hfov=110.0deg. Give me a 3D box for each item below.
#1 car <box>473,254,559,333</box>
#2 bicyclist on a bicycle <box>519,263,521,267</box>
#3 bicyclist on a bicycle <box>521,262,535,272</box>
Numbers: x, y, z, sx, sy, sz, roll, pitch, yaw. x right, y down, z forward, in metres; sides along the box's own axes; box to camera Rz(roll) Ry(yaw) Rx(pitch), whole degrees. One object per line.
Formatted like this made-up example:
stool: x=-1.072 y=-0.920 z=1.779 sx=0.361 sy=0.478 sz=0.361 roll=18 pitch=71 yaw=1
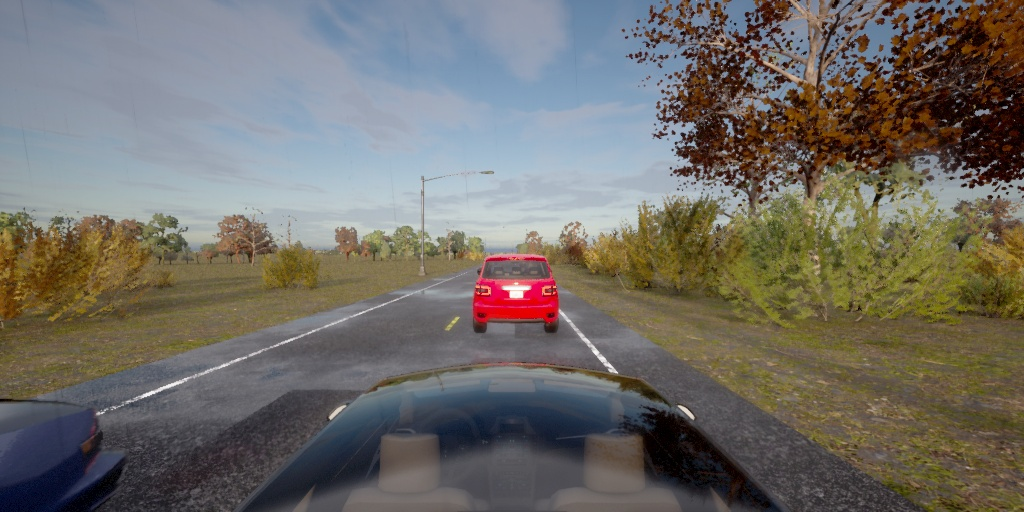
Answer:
car: x=0.088 y=0.968 z=10.854 sx=2.150 sy=2.045 sz=5.566 roll=0 pitch=0 yaw=0
bicyclist on a bicycle: x=0.892 y=1.111 z=28.573 sx=0.659 sy=1.776 sz=1.843 roll=0 pitch=0 yaw=0
bicyclist on a bicycle: x=0.936 y=1.114 z=18.560 sx=0.659 sy=1.776 sz=1.843 roll=0 pitch=0 yaw=0
